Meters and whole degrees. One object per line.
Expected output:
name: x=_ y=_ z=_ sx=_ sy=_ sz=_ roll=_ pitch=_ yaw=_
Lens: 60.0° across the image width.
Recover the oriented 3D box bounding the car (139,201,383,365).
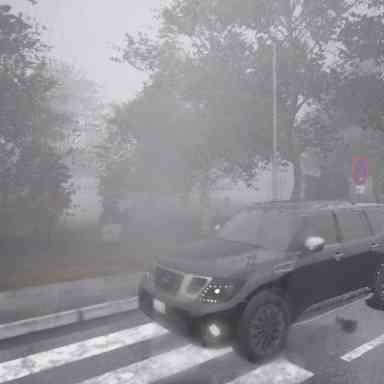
car: x=1.816 y=1.212 z=6.179 sx=5.566 sy=2.045 sz=2.150 roll=0 pitch=0 yaw=-35
